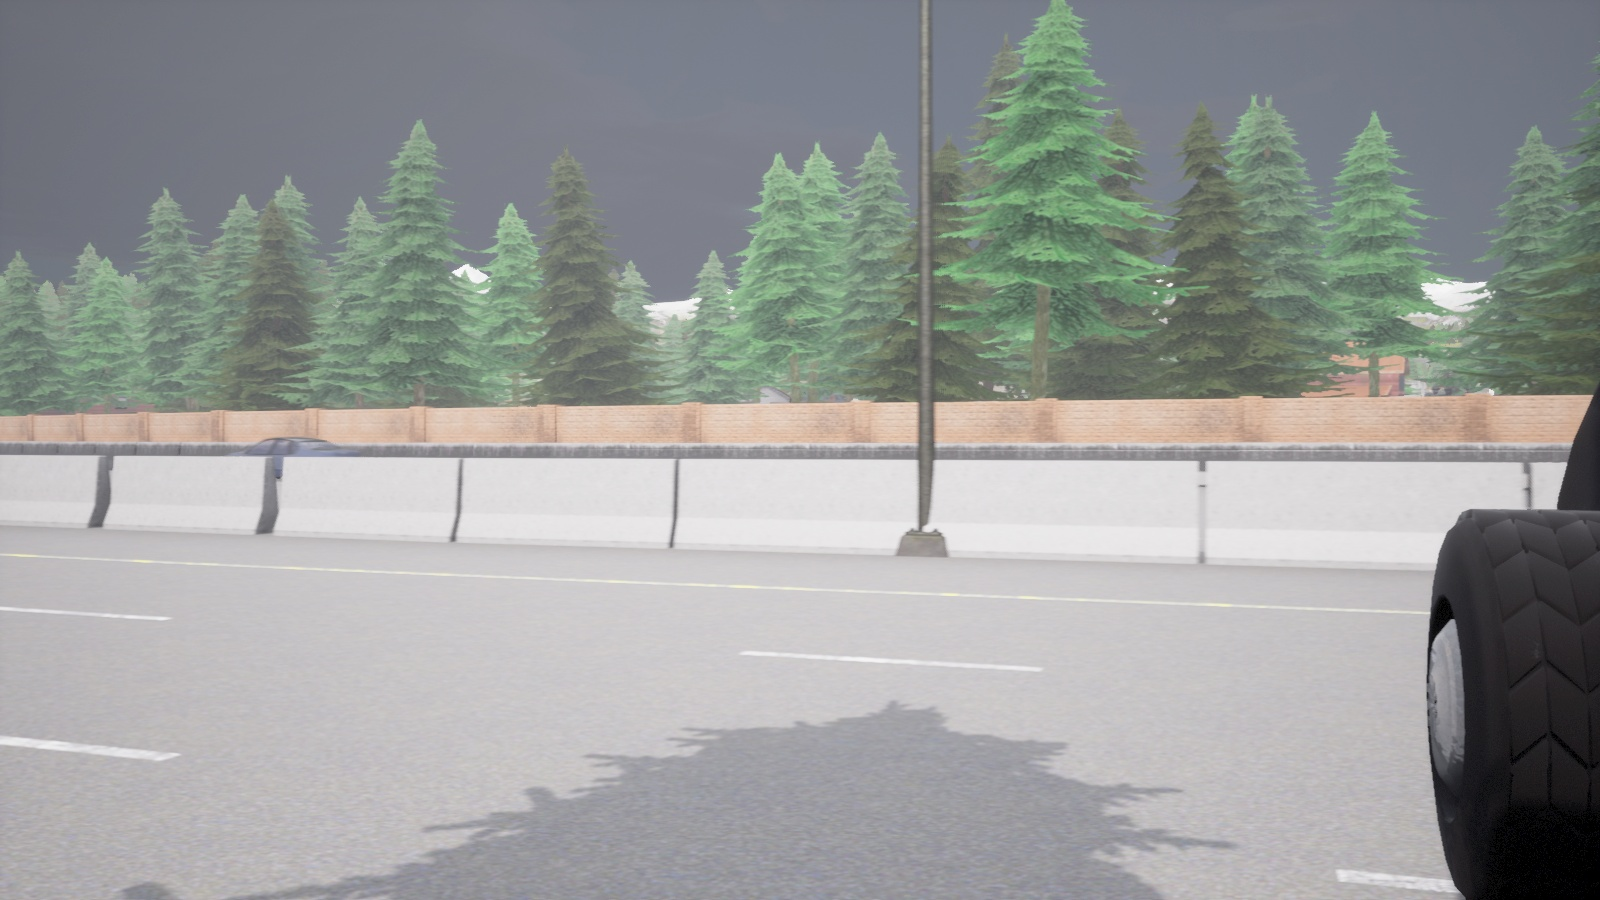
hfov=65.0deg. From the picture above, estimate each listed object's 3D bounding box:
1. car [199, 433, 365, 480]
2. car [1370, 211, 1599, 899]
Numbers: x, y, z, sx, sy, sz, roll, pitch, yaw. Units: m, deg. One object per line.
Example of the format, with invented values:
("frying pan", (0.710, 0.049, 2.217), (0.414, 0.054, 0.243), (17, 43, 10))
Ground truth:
("car", (-16.713, 0.163, 40.474), (5.357, 1.411, 2.033), (1, 1, 29))
("car", (3.190, 0.601, 2.119), (3.866, 1.878, 1.905), (1, 1, 19))
